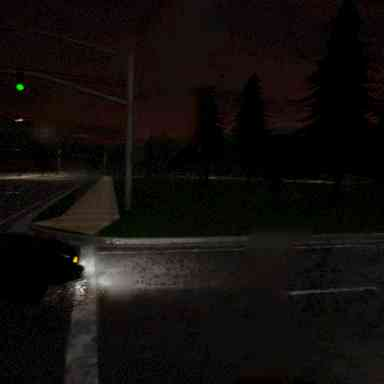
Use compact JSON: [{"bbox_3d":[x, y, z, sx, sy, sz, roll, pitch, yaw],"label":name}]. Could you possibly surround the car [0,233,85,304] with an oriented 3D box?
[{"bbox_3d":[-4.484,1.094,4.961,5.357,1.411,2.033,-1,4,-40],"label":"car"}]
